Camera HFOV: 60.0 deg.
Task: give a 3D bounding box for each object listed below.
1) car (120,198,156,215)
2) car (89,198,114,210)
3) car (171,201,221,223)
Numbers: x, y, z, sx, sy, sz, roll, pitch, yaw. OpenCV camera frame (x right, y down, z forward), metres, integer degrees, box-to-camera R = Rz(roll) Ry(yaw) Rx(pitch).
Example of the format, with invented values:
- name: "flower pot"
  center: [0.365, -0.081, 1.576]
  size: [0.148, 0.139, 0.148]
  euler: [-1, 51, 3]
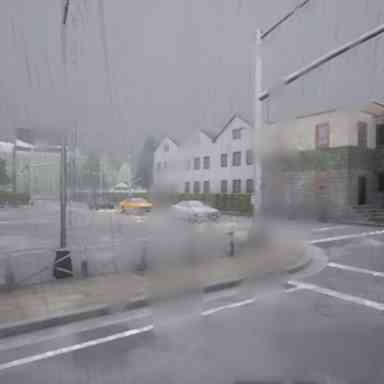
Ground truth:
- name: "car"
  center: [-5.289, 1.327, 32.216]
  size: [1.882, 1.535, 5.008]
  euler: [0, 0, -35]
- name: "car"
  center: [-11.059, 1.413, 40.404]
  size: [1.994, 1.385, 4.181]
  euler: [0, 0, -35]
- name: "car"
  center: [0.173, 1.376, 24.543]
  size: [1.812, 1.442, 4.674]
  euler: [0, 0, -35]
